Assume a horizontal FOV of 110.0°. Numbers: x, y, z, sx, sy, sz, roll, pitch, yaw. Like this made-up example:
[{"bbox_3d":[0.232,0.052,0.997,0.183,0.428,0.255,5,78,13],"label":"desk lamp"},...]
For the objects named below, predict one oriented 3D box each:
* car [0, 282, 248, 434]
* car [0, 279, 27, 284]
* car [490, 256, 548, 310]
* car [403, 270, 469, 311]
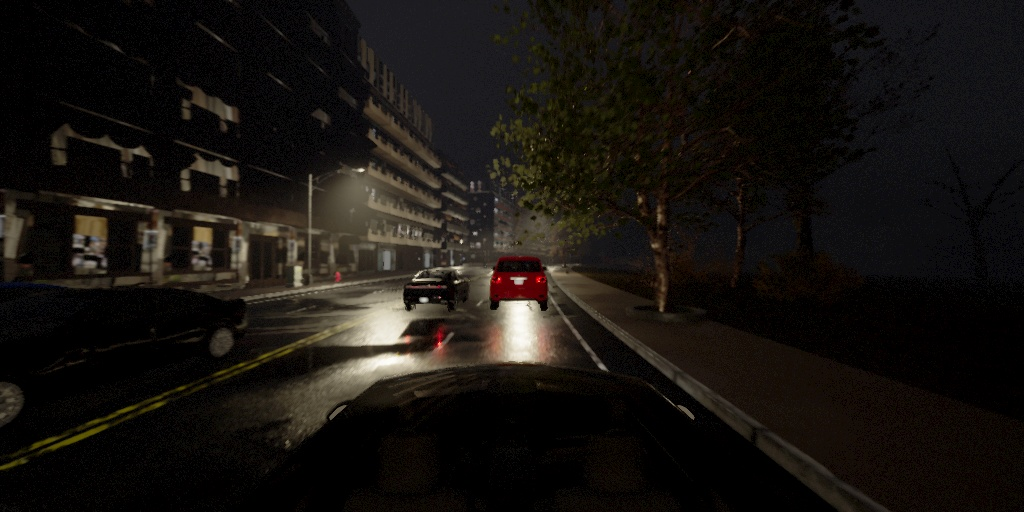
[{"bbox_3d":[-6.553,1.229,5.499,1.882,1.535,5.008,0,0,1],"label":"car"},{"bbox_3d":[-9.797,1.225,6.271,1.882,1.535,5.008,0,0,1],"label":"car"},{"bbox_3d":[0.324,1.036,15.265,2.150,2.045,5.566,0,0,2],"label":"car"},{"bbox_3d":[-2.929,1.296,14.675,2.128,1.511,4.902,0,0,2],"label":"car"}]
